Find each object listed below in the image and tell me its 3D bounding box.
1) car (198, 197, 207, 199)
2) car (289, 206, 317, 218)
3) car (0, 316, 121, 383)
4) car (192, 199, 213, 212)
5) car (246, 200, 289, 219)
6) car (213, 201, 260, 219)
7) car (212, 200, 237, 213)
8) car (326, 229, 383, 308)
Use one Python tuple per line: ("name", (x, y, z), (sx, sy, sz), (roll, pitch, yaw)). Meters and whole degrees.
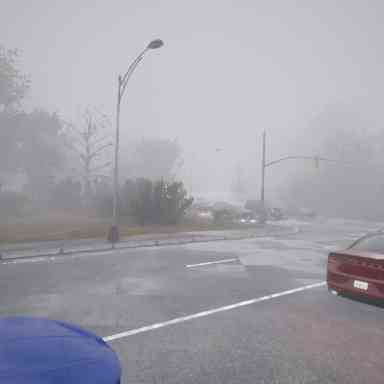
("car", (1.870, 1.720, 56.904), (1.837, 1.490, 4.892), (2, 2, -13))
("car", (13.567, 2.531, 42.400), (2.033, 1.411, 5.357), (3, 0, -18))
("car", (-2.812, 1.478, 1.735), (5.008, 1.535, 1.882), (0, 0, -36))
("car", (1.424, 2.022, 45.274), (1.895, 1.301, 4.718), (3, 0, -18))
("car", (7.986, 1.932, 37.704), (2.150, 2.045, 5.566), (3, -1, -22))
("car", (4.736, 2.108, 36.316), (2.033, 1.411, 5.357), (3, -1, -23))
("car", (4.530, 2.054, 47.119), (1.837, 1.490, 4.892), (3, 1, -17))
("car", (5.041, 1.556, 7.383), (5.008, 1.535, 1.882), (1, -1, -35))
